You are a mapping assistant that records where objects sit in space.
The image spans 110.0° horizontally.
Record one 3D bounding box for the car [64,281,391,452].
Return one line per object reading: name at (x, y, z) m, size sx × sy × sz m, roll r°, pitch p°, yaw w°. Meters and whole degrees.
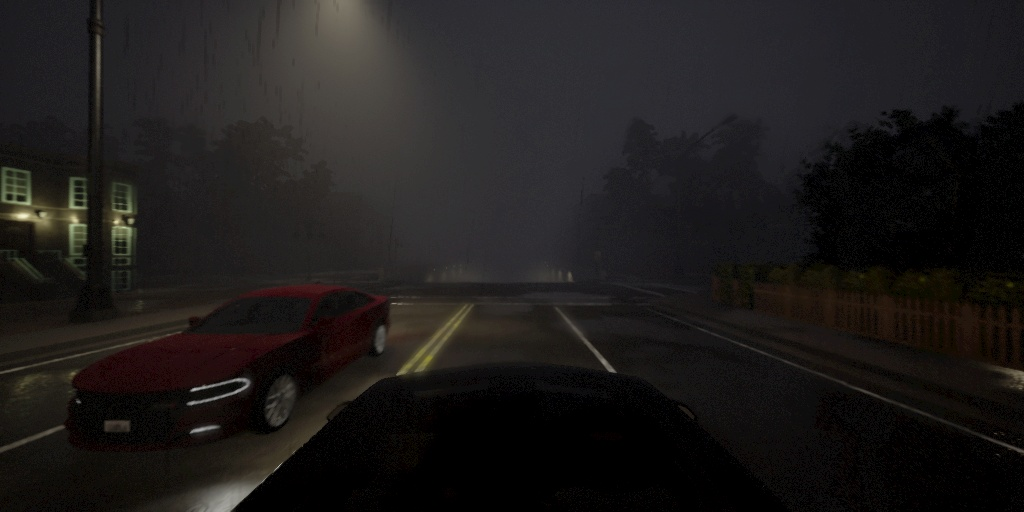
car at (-3.554, 1.240, 5.742) m, size 1.882 × 1.535 × 5.008 m, roll 0°, pitch 1°, yaw 1°
